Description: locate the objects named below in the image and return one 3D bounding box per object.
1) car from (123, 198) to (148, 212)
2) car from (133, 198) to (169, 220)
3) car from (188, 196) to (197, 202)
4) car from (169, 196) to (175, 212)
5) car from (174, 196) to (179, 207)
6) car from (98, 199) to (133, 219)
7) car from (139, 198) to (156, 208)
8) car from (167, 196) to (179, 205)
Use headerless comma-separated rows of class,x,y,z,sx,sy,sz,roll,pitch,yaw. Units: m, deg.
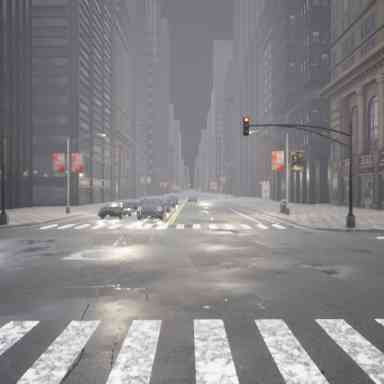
car,-6.567,1.520,39.355,2.033,1.411,5.357,0,0,0
car,-3.327,1.336,27.998,2.097,1.767,4.553,0,0,0
car,0.138,1.464,70.256,2.033,1.411,5.357,0,0,0
car,-3.320,1.522,37.472,2.033,1.411,5.357,0,0,0
car,-3.319,1.528,47.371,1.994,1.385,4.181,0,0,0
car,-6.551,1.530,29.257,2.033,1.411,5.357,0,0,4
car,-6.565,1.562,49.441,1.895,1.301,4.718,0,0,0
car,-3.273,1.452,57.745,1.837,1.490,4.892,0,0,0
